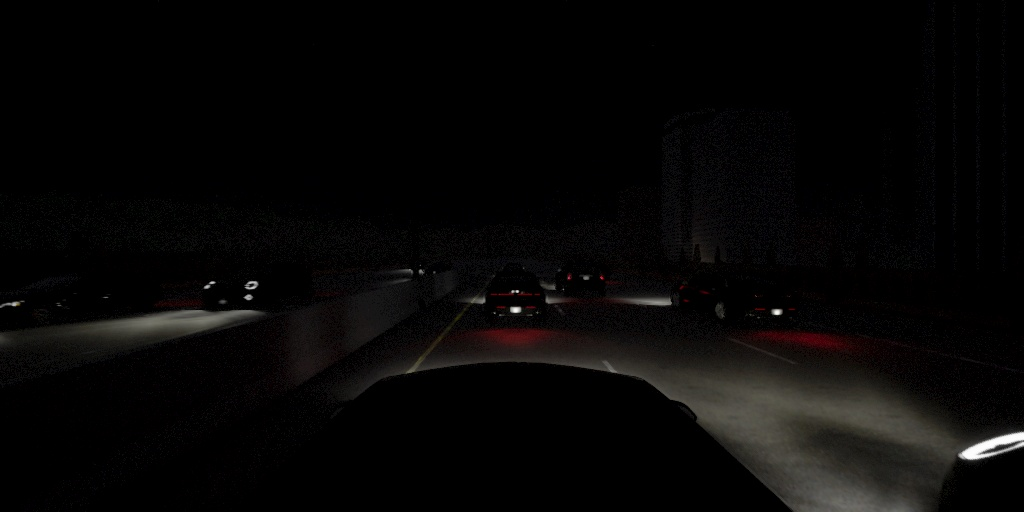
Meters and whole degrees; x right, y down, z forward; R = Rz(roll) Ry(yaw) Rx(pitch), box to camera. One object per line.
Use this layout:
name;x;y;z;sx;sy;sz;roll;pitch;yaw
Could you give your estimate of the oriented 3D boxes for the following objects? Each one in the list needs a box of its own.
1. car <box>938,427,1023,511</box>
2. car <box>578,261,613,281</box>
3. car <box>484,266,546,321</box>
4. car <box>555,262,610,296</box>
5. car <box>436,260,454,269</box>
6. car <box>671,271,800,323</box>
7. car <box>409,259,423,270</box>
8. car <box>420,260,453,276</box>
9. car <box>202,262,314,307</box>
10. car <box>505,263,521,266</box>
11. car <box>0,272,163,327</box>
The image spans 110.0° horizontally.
car;3.601;1.103;0.202;2.097;1.767;4.553;0;0;0
car;7.109;1.255;30.997;1.837;1.490;4.892;0;0;0
car;0.104;1.248;12.412;1.837;1.490;4.892;0;0;0
car;3.605;1.097;19.547;2.097;1.767;4.553;0;0;0
car;-10.540;1.372;56.417;1.895;1.301;4.718;0;0;1
car;7.103;1.248;12.027;1.837;1.490;4.892;0;0;0
car;-14.044;1.274;54.091;1.837;1.490;4.892;0;0;0
car;-7.081;1.318;34.558;1.994;1.385;4.181;0;0;0
car;-10.595;1.096;15.375;2.097;1.767;4.553;0;0;0
car;0.109;1.298;30.797;2.033;1.411;5.357;0;0;0
car;-14.097;1.270;11.642;1.812;1.442;4.674;0;0;0
